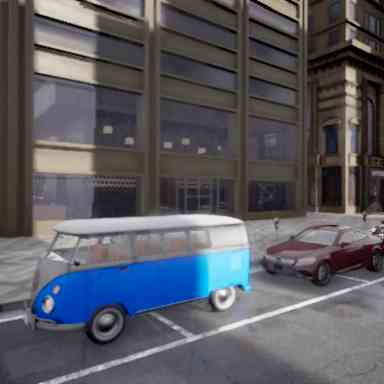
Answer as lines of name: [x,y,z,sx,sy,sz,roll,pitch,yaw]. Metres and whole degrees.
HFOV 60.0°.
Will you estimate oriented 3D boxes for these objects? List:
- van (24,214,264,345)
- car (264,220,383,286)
van: [-0.736,1.348,6.122,3.998,1.788,1.690,0,0,-36]
car: [3.820,1.600,9.380,4.206,1.307,1.802,0,0,-36]
